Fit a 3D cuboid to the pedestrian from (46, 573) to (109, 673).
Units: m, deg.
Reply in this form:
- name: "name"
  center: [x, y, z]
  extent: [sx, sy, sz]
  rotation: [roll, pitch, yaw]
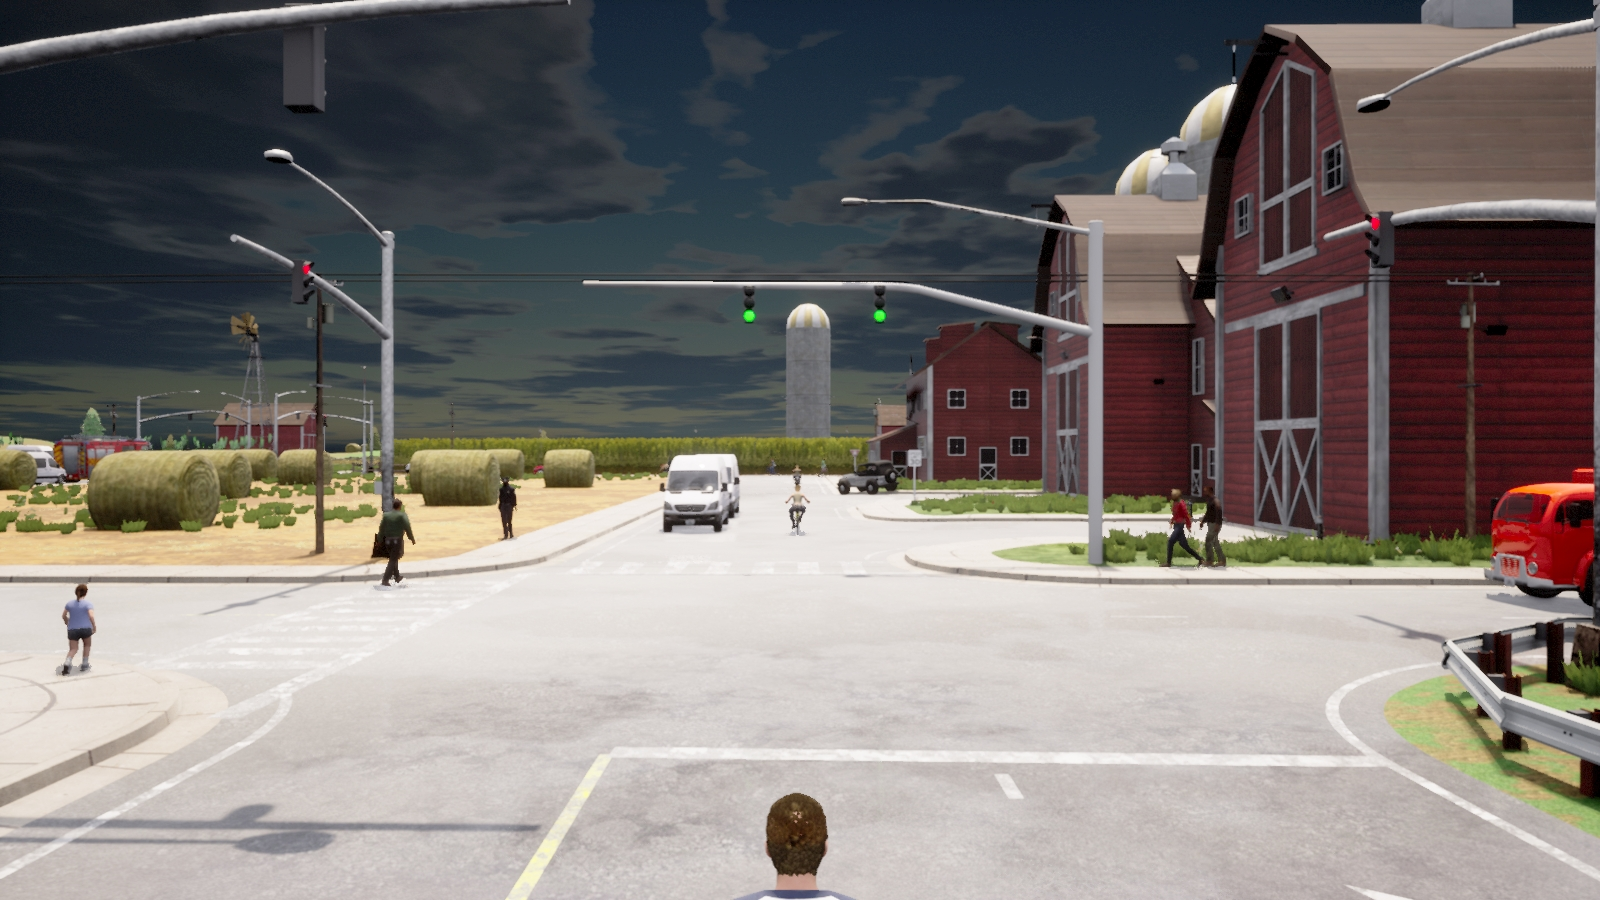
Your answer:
- name: "pedestrian"
  center: [-8.606, 2.050, 13.625]
  extent: [0.500, 1.100, 0.500]
  rotation: [0, 0, -14]

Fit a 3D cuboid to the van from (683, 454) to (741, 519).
- name: "van"
  center: [-3.622, 1.441, 47.929]
  extent: [1.988, 2.561, 5.915]
  rotation: [0, 0, 0]

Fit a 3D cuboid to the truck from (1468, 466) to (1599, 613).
- name: "truck"
  center: [15.495, 1.538, 20.747]
  extent: [5.204, 2.467, 2.627]
  rotation: [0, 0, 0]

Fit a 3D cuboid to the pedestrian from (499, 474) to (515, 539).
- name: "pedestrian"
  center: [-8.466, 1.623, 33.052]
  extent: [0.375, 1.860, 0.375]
  rotation: [0, 0, 0]

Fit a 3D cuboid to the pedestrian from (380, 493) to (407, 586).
- name: "pedestrian"
  center: [-8.253, 1.809, 23.204]
  extent: [0.375, 1.860, 0.375]
  rotation: [0, 0, 8]

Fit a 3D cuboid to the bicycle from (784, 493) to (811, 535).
- name: "bicycle"
  center: [-0.076, 2.059, 37.254]
  extent: [0.859, 1.276, 1.487]
  rotation: [0, 0, 0]

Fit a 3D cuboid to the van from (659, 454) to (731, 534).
- name: "van"
  center: [-3.602, 1.448, 40.206]
  extent: [1.988, 2.561, 5.915]
  rotation: [0, 0, 0]

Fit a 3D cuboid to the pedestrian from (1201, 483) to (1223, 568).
- name: "pedestrian"
  center: [9.145, 1.660, 25.363]
  extent: [0.375, 1.860, 0.375]
  rotation: [0, 0, 2]

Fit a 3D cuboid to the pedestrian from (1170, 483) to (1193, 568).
- name: "pedestrian"
  center: [8.457, 1.658, 25.329]
  extent: [0.375, 1.860, 0.375]
  rotation: [0, 0, 1]

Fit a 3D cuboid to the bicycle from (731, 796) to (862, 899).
- name: "bicycle"
  center: [-0.011, 2.023, 3.395]
  extent: [0.373, 1.496, 1.643]
  rotation: [0, 0, 0]
